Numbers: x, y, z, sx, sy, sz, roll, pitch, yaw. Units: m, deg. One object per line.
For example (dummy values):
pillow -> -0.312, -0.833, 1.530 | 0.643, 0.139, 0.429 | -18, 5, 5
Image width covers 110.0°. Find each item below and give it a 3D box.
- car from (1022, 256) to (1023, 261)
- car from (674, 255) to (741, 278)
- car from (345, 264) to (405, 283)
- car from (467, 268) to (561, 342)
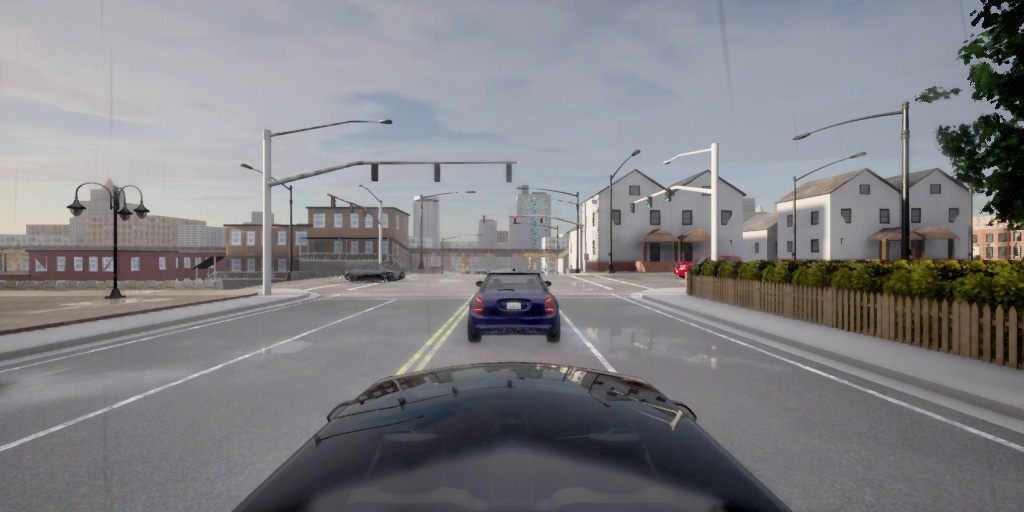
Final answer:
car -> 42.772, 0.971, 27.757 | 5.566, 2.045, 2.150 | 0, 0, -1
car -> 17.029, 0.971, 31.031 | 5.566, 2.045, 2.150 | 0, 0, -1
car -> -10.208, 1.273, 26.870 | 4.181, 1.385, 1.994 | 0, 0, -1
car -> 0.051, 1.102, 9.905 | 2.097, 1.767, 4.553 | 0, 0, 0
